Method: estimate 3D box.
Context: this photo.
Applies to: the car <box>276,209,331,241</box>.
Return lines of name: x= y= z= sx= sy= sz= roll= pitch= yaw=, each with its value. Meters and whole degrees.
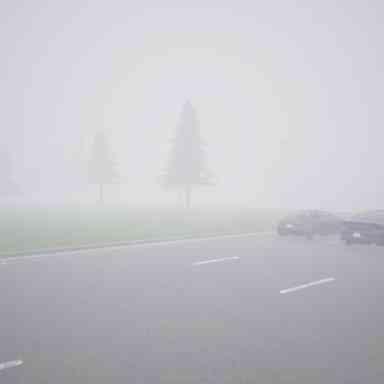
car: x=6.236 y=1.570 z=16.916 sx=4.181 sy=1.385 sz=1.994 roll=0 pitch=0 yaw=-35

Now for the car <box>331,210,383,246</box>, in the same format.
car: x=8.269 y=1.483 z=14.066 sx=5.008 sy=1.535 sz=1.882 roll=0 pitch=0 yaw=-35

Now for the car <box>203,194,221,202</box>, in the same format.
car: x=4.437 y=1.346 z=75.295 sx=2.097 sy=1.767 sz=4.553 roll=0 pitch=0 yaw=-36

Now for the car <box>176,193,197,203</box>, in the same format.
car: x=-1.204 y=1.216 z=71.149 sx=2.150 sy=2.045 sz=5.566 roll=0 pitch=0 yaw=-36
